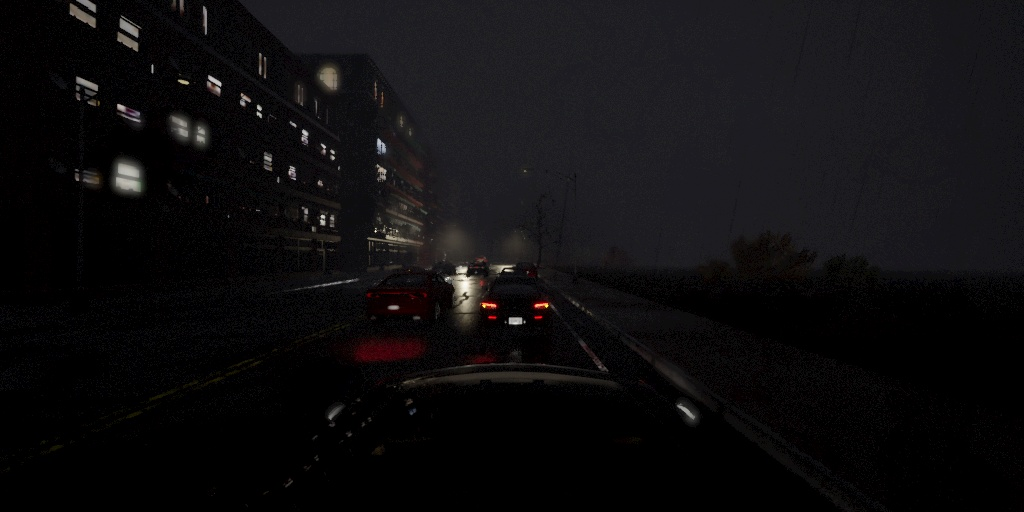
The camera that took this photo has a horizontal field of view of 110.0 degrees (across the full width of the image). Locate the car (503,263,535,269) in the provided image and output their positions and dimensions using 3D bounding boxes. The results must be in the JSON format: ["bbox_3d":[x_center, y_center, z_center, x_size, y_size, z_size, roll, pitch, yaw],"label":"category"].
[{"bbox_3d":[0.062,1.317,20.434,1.994,1.385,4.181,0,0,0],"label":"car"}]

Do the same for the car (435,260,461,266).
[{"bbox_3d":[-6.671,1.245,35.348,2.128,1.511,4.902,0,0,0],"label":"car"}]

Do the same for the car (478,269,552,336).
[{"bbox_3d":[0.074,1.277,10.267,1.812,1.442,4.674,0,0,0],"label":"car"}]

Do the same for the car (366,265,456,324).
[{"bbox_3d":[-3.173,1.229,12.071,1.882,1.535,5.008,0,0,0],"label":"car"}]

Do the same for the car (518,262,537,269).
[{"bbox_3d":[1.079,1.231,29.962,1.882,1.535,5.008,0,0,0],"label":"car"}]

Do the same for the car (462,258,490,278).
[{"bbox_3d":[-3.219,1.246,34.588,2.128,1.511,4.902,0,0,0],"label":"car"}]

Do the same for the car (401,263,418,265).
[{"bbox_3d":[-9.918,1.354,34.208,1.895,1.301,4.718,0,0,0],"label":"car"}]
